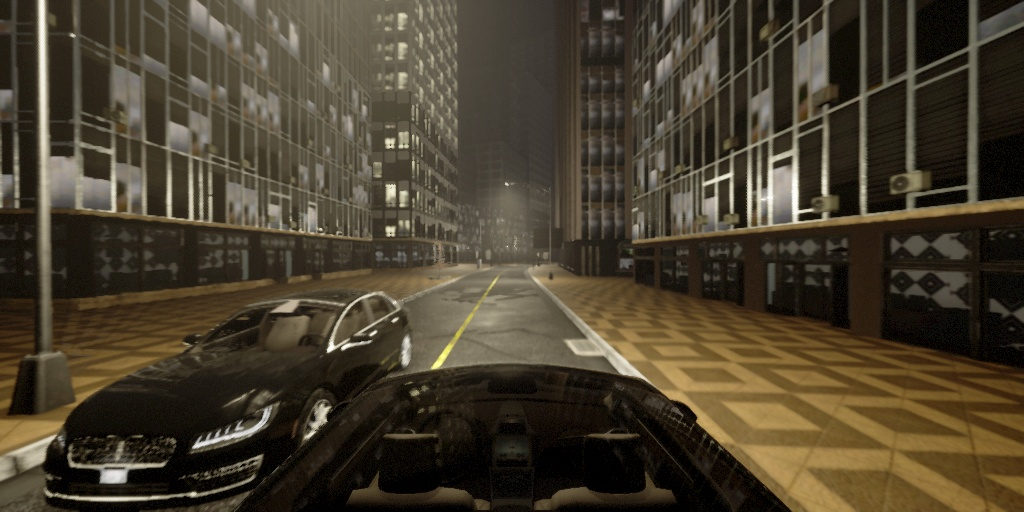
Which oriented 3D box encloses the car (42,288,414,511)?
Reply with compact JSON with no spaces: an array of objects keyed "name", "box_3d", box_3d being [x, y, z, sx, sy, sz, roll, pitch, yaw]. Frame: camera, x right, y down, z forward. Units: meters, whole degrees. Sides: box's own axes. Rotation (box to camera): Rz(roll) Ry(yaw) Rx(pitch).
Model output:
[{"name":"car","box_3d":[-2.748,1.268,4.899,1.837,1.490,4.892,0,0,0]}]
